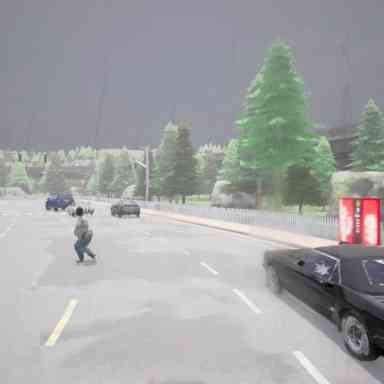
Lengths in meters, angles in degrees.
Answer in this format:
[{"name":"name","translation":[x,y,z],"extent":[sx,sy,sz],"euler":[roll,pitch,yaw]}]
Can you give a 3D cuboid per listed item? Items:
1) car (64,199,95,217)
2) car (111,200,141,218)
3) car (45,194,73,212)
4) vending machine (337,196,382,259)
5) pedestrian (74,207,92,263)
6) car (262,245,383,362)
[{"name":"car","translation":[-10.648,1.601,31.697],"extent":[1.895,1.301,4.718],"euler":[0,0,-27]},{"name":"car","translation":[-6.107,1.491,30.316],"extent":[2.128,1.511,4.902],"euler":[0,0,-25]},{"name":"car","translation":[-15.941,1.231,40.068],"extent":[2.150,2.045,5.566],"euler":[0,0,-38]},{"name":"vending machine","translation":[5.851,1.195,11.670],"extent":[1.100,2.100,0.880],"euler":[0,0,-15]},{"name":"pedestrian","translation":[-3.420,1.294,10.425],"extent":[0.375,1.860,0.375],"euler":[0,0,-16]},{"name":"car","translation":[2.873,1.601,5.929],"extent":[1.895,1.301,4.718],"euler":[0,0,-8]}]
